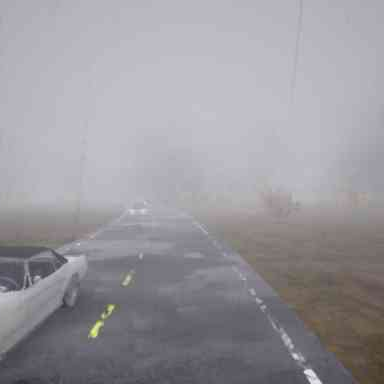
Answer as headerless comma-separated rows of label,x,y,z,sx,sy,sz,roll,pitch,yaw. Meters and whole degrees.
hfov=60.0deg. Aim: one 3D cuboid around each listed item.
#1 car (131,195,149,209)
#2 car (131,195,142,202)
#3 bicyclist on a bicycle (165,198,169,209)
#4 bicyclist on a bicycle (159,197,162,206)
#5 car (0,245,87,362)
car,-7.555,1.499,47.002,2.097,1.767,4.553,0,0,-10
car,-14.293,1.627,85.321,1.882,1.535,5.008,0,0,-19
bicyclist on a bicycle,-3.457,1.590,46.409,0.582,1.620,1.656,0,0,-10
bicyclist on a bicycle,-5.221,1.621,55.314,0.582,1.620,1.656,0,-1,-12
car,-3.214,1.617,5.175,1.895,1.301,4.718,0,0,-1
